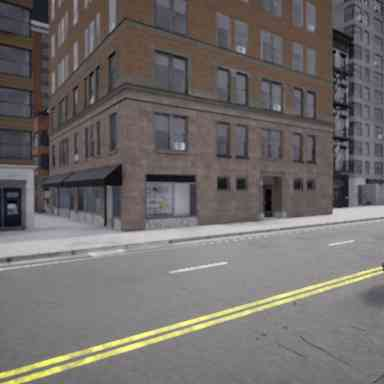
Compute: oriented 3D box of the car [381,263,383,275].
[{"bbox_3d":[6.812,1.445,8.234,5.357,1.411,2.033,-1,0,-35],"label":"car"}]
